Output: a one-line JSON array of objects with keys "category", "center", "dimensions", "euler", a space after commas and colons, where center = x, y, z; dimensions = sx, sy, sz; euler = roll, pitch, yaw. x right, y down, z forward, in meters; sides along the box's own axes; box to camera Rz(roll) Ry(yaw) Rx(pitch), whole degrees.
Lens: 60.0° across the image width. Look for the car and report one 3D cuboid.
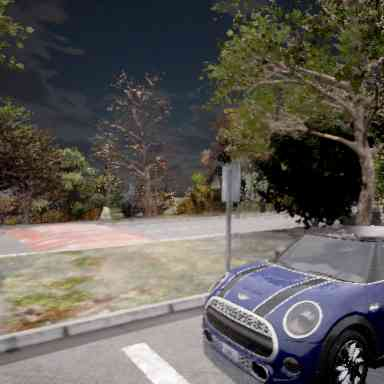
[{"category": "car", "center": [2.412, 1.366, 5.177], "dimensions": [4.553, 1.767, 2.097], "euler": [0, 0, -30]}]
